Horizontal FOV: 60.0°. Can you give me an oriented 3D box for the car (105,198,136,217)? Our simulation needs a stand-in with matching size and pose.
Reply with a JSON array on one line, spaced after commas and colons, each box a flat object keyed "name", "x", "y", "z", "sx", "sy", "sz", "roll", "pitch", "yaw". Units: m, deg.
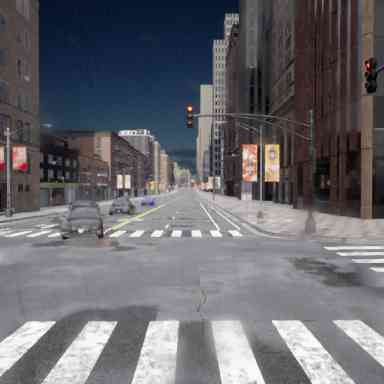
[{"name": "car", "x": -6.594, "y": 1.568, "z": 31.911, "sx": 1.994, "sy": 1.385, "sz": 4.181, "roll": 0, "pitch": 0, "yaw": 0}]

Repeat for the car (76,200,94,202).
[{"name": "car", "x": -9.844, "y": 1.496, "z": 30.167, "sx": 2.128, "sy": 1.511, "sz": 4.902, "roll": 0, "pitch": 0, "yaw": 0}]

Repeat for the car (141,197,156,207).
[{"name": "car", "x": -6.564, "y": 1.481, "z": 50.647, "sx": 1.882, "sy": 1.535, "sz": 5.008, "roll": 0, "pitch": 0, "yaw": 0}]

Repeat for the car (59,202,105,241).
[{"name": "car", "x": -5.541, "y": 1.506, "z": 17.051, "sx": 1.837, "sy": 1.490, "sz": 4.892, "roll": 0, "pitch": 0, "yaw": -15}]
